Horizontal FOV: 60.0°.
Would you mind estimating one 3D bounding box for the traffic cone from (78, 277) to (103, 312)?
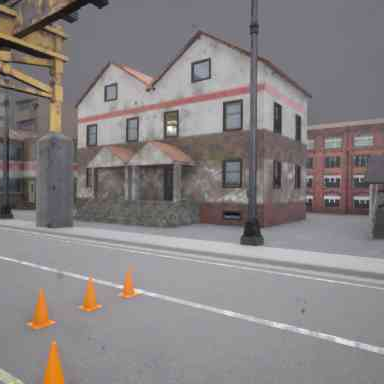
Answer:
[{"bbox_3d":[-1.972,1.949,6.449,0.340,0.580,0.340,0,0,36],"label":"traffic cone"}]

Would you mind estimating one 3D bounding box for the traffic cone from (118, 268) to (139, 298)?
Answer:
[{"bbox_3d":[-1.386,1.949,7.260,0.340,0.580,0.340,0,0,36],"label":"traffic cone"}]

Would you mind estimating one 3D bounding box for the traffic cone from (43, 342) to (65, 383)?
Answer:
[{"bbox_3d":[-1.520,1.952,3.657,0.340,0.580,0.340,0,0,36],"label":"traffic cone"}]

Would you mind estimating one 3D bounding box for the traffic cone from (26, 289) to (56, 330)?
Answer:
[{"bbox_3d":[-2.557,1.949,5.638,0.340,0.580,0.340,0,0,36],"label":"traffic cone"}]
